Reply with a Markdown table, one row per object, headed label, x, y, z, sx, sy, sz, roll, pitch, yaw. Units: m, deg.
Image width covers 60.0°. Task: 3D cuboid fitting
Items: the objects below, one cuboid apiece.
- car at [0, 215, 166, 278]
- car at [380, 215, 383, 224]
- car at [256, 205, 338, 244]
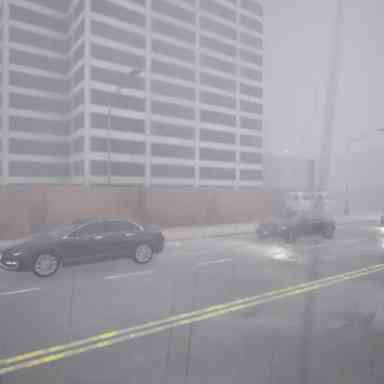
| label | x | y | z | sx | sy | sz | roll | pitch | yaw |
| --- | --- | --- | --- | --- | --- | --- | --- | --- | --- |
| car | -3.158 | 1.517 | 10.337 | 4.892 | 1.490 | 1.837 | 0 | 0 | -35 |
| car | 15.400 | 1.697 | 23.454 | 5.357 | 1.411 | 2.033 | 0 | 0 | -36 |
| car | 5.209 | 1.576 | 16.293 | 4.674 | 1.442 | 1.812 | 0 | 0 | -35 |
